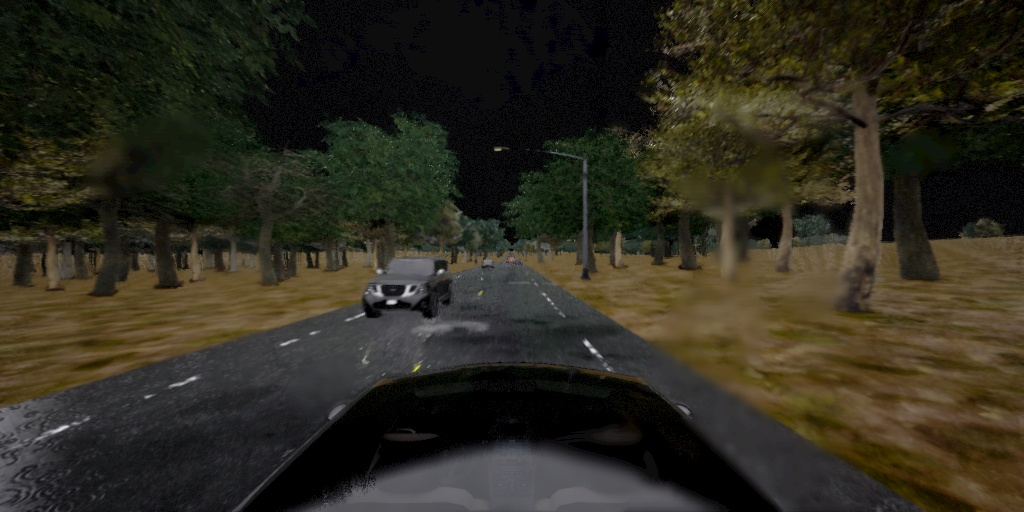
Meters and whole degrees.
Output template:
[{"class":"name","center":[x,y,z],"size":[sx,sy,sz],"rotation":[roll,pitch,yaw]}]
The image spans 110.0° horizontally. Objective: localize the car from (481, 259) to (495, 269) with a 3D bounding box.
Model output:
[{"class":"car","center":[-3.556,1.216,54.288],"size":[1.837,1.490,4.892],"rotation":[0,0,1]}]

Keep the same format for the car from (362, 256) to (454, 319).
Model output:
[{"class":"car","center":[-3.602,1.032,13.509],"size":[2.150,2.045,5.566],"rotation":[0,0,0]}]
